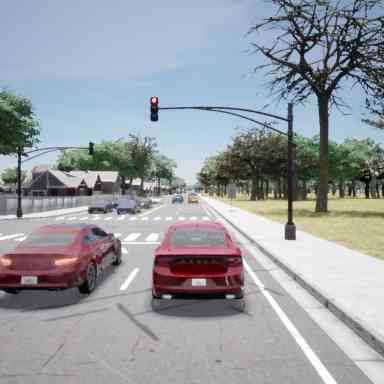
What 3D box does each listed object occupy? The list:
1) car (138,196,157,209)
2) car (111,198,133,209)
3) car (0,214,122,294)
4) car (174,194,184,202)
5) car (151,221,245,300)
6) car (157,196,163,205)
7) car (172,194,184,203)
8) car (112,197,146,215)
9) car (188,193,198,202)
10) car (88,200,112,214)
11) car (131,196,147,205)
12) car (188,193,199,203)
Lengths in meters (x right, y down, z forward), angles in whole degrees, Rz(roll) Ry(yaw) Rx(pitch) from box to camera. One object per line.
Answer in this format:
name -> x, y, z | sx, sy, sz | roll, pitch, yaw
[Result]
car -> -6.481, 1.482, 45.032 | 2.128, 1.511, 4.902 | 0, 0, 0
car -> -9.722, 1.537, 46.631 | 2.033, 1.411, 5.357 | 0, 0, 0
car -> -3.127, 1.525, 8.682 | 1.812, 1.442, 4.674 | 0, 0, 0
car -> -3.044, 1.320, 76.271 | 2.097, 1.767, 4.553 | 0, 0, 0
car -> 0.120, 1.477, 8.470 | 1.882, 1.535, 5.008 | 0, 0, 0
car -> -6.407, 1.504, 60.173 | 1.812, 1.442, 4.674 | 0, 0, 1
car -> -2.969, 1.499, 66.306 | 1.812, 1.442, 4.674 | 0, 0, 0
car -> -6.504, 1.542, 34.814 | 2.033, 1.411, 5.357 | 0, 0, 0
car -> 0.206, 1.190, 76.298 | 2.150, 2.045, 5.566 | 0, 0, 0
car -> -9.786, 1.541, 36.146 | 2.033, 1.411, 5.357 | 0, 0, -3
car -> -9.644, 1.525, 61.359 | 2.033, 1.411, 5.357 | 0, 0, 0
car -> 0.276, 1.451, 65.897 | 1.882, 1.535, 5.008 | 0, 0, 0
